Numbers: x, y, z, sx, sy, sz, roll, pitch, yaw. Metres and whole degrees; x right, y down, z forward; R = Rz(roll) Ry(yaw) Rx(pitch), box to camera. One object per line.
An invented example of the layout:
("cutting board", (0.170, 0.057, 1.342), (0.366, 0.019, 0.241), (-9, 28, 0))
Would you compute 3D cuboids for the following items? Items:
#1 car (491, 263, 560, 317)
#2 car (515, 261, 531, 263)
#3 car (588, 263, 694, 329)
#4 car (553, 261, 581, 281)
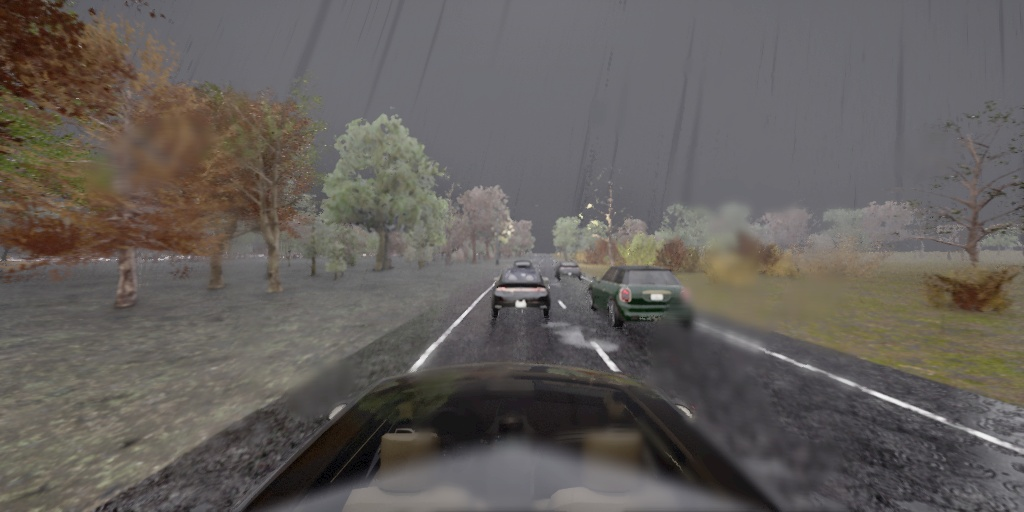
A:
("car", (0.319, 1.183, 12.826), (2.128, 1.511, 4.902), (0, 0, 1))
("car", (0.888, 1.111, 29.000), (1.837, 1.490, 4.892), (0, 0, 3))
("car", (3.784, 1.067, 11.363), (2.097, 1.767, 4.553), (0, 0, 1))
("car", (4.385, 1.113, 28.853), (2.128, 1.511, 4.902), (0, 0, 3))
